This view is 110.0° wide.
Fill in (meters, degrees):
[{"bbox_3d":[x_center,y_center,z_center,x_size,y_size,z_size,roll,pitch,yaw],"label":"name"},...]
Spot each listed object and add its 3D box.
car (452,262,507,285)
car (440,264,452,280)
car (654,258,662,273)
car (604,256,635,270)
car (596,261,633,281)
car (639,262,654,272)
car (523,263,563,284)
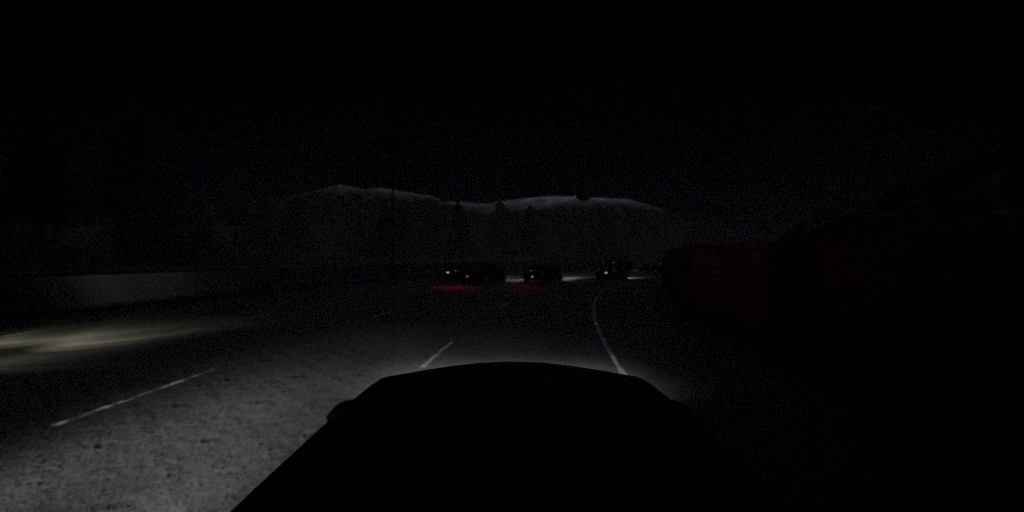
[{"bbox_3d":[-2.005,1.197,25.839,1.882,1.535,5.008,0,0,22],"label":"car"},{"bbox_3d":[-4.129,1.262,29.683,1.994,1.385,4.181,0,0,25],"label":"car"},{"bbox_3d":[20.852,1.141,45.683,5.566,2.045,2.150,0,0,-40],"label":"car"},{"bbox_3d":[14.823,1.081,49.743,5.566,2.045,2.150,1,-1,-43],"label":"car"},{"bbox_3d":[8.951,1.380,31.845,1.994,1.385,4.181,0,0,32],"label":"car"},{"bbox_3d":[19.179,1.465,48.788,4.181,1.385,1.994,1,0,-40],"label":"car"},{"bbox_3d":[2.451,1.250,27.264,2.128,1.511,4.902,0,0,25],"label":"car"}]
